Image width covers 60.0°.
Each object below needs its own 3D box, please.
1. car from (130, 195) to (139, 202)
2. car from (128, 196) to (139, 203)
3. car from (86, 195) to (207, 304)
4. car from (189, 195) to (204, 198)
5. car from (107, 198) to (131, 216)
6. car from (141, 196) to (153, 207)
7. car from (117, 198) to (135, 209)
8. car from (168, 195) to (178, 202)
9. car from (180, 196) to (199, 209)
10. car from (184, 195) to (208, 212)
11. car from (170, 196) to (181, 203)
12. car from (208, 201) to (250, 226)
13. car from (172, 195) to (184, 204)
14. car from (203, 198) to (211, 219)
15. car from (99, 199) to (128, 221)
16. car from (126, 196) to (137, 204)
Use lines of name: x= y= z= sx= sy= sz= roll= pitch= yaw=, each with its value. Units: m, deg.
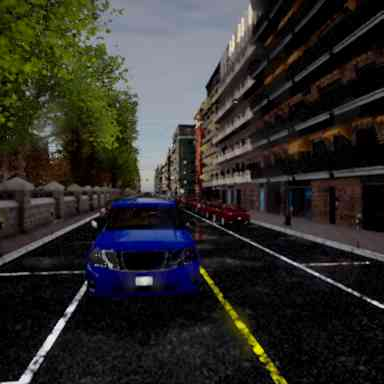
car: x=-12.481 y=1.435 z=71.897 sx=1.752 sy=1.417 sz=4.829 roll=0 pitch=0 yaw=-8
car: x=-11.740 y=1.463 z=66.487 sx=2.008 sy=1.369 sz=4.403 roll=0 pitch=0 yaw=-8
car: x=-1.204 y=1.204 z=8.569 sx=2.150 sy=2.045 sz=5.566 roll=0 pitch=0 yaw=-8
car: x=1.139 y=1.384 z=34.152 sx=1.967 sy=1.590 sz=4.097 roll=0 pitch=0 yaw=-8
car: x=-7.164 y=1.386 z=33.016 sx=1.967 sy=1.590 sz=4.097 roll=0 pitch=0 yaw=-8
car: x=-7.048 y=1.427 z=52.031 sx=1.837 sy=1.490 sz=4.892 roll=0 pitch=0 yaw=-8
car: x=-8.689 y=1.483 z=44.174 sx=2.008 sy=1.369 sz=4.403 roll=0 pitch=0 yaw=-8
car: x=-4.224 y=1.432 z=73.371 sx=1.752 sy=1.417 sz=4.829 roll=0 pitch=0 yaw=-8
car: x=-0.387 y=1.370 z=45.310 sx=1.967 sy=1.590 sz=4.097 roll=0 pitch=0 yaw=-8
car: x=0.375 y=1.252 z=39.730 sx=2.192 sy=1.841 sz=5.009 roll=0 pitch=0 yaw=-8
car: x=-3.437 y=1.475 z=67.623 sx=1.947 sy=1.339 sz=4.313 roll=0 pitch=0 yaw=-8
car: x=2.665 y=1.503 z=22.996 sx=1.887 sy=1.381 sz=4.507 roll=0 pitch=0 yaw=-8
car: x=-2.675 y=1.353 z=62.044 sx=1.967 sy=1.590 sz=4.097 roll=0 pitch=0 yaw=-8
car: x=1.901 y=1.495 z=28.575 sx=1.887 sy=1.381 sz=4.507 roll=0 pitch=0 yaw=-8
car: x=-6.402 y=1.394 z=27.439 sx=1.967 sy=1.590 sz=4.097 roll=0 pitch=0 yaw=-8
car: x=-10.955 y=1.441 z=60.740 sx=1.752 sy=1.417 sz=4.829 roll=0 pitch=0 yaw=-8
